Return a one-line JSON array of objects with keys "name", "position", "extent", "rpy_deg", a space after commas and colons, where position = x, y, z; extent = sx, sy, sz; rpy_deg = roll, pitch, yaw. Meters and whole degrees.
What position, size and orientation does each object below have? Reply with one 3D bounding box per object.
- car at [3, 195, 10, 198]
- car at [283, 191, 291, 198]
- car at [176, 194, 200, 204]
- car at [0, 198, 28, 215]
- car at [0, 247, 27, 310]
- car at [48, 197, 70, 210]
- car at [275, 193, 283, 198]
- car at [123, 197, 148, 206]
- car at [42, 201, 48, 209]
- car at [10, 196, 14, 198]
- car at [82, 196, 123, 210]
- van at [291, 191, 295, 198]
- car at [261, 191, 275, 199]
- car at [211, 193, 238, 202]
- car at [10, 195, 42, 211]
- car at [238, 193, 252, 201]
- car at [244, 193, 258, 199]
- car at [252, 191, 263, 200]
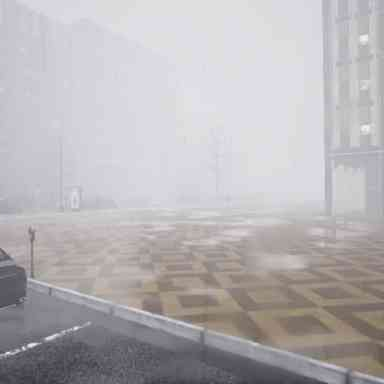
[{"name": "car", "position": [-19.466, 1.100, 28.845], "extent": [2.150, 2.045, 5.566], "rpy_deg": [-1, 0, 35]}, {"name": "car", "position": [22.148, 0.931, 82.076], "extent": [1.802, 1.307, 4.206], "rpy_deg": [-1, 0, 36]}, {"name": "car", "position": [-0.547, 1.062, 50.738], "extent": [1.967, 1.590, 4.097], "rpy_deg": [-1, 0, 36]}, {"name": "car", "position": [-16.755, 1.413, 28.353], "extent": [1.802, 1.307, 4.206], "rpy_deg": [-1, 0, 36]}, {"name": "car", "position": [-4.994, 1.553, 6.609], "extent": [4.403, 1.369, 2.008], "rpy_deg": [0, -1, 36]}, {"name": "car", "position": [-14.735, 1.355, 41.052], "extent": [1.812, 1.442, 4.674], "rpy_deg": [-1, 0, 36]}, {"name": "car", "position": [18.906, 0.937, 77.599], "extent": [2.008, 1.369, 4.403], "rpy_deg": [-1, 0, 36]}, {"name": "car", "position": [-8.766, 1.353, 49.253], "extent": [1.895, 1.301, 4.718], "rpy_deg": [-1, 0, 36]}, {"name": "car", "position": [-17.058, 1.415, 42.224], "extent": [1.887, 1.381, 4.507], "rpy_deg": [-1, 0, 36]}, {"name": "car", "position": [-20.718, 1.412, 32.769], "extent": [1.837, 1.490, 4.892], "rpy_deg": [-1, 0, 36]}, {"name": "car", "position": [-10.273, 1.186, 37.307], "extent": [1.967, 1.590, 4.097], "rpy_deg": [-1, 0, 36]}, {"name": "van", "position": [25.388, 0.654, 86.553], "extent": [1.690, 1.788, 3.998], "rpy_deg": [-1, 0, 36]}, {"name": "car", "position": [15.661, 0.740, 73.122], "extent": [2.192, 1.841, 5.009], "rpy_deg": [-1, 0, 36]}, {"name": "car", "position": [5.938, 1.093, 59.692], "extent": [2.008, 1.369, 4.403], "rpy_deg": [-1, 0, 36]}, {"name": "car", "position": [-20.302, 1.228, 37.746], "extent": [2.192, 1.841, 5.009], "rpy_deg": [-1, 0, 36]}, {"name": "car", "position": [9.180, 1.047, 64.169], "extent": [1.887, 1.381, 4.507], "rpy_deg": [-1, 0, 36]}, {"name": "car", "position": [15.362, 1.039, 86.992], "extent": [1.947, 1.339, 4.313], "rpy_deg": [-1, 0, 36]}, {"name": "car", "position": [12.422, 1.046, 68.645], "extent": [1.802, 1.307, 4.206], "rpy_deg": [-1, 0, 36]}]
